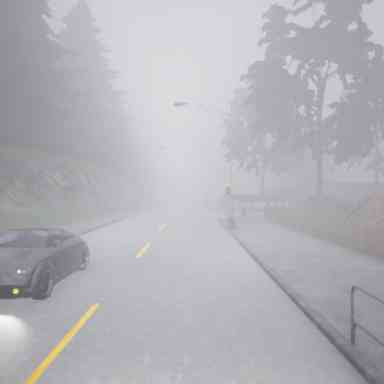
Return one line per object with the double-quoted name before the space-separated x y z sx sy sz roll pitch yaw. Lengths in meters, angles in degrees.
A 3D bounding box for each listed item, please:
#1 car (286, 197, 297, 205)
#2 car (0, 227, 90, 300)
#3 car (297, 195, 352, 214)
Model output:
"car" 15.860 1.529 52.976 1.994 1.381 4.181 0 0 0
"car" -4.071 1.598 8.352 1.994 1.385 4.181 0 0 0
"car" 14.695 1.381 35.782 5.566 2.045 2.150 0 0 0
